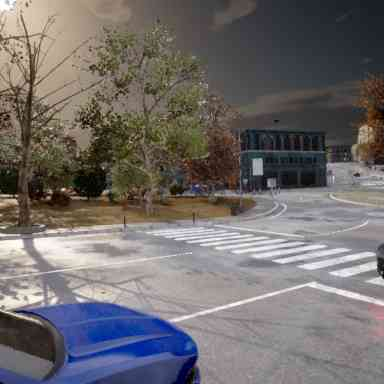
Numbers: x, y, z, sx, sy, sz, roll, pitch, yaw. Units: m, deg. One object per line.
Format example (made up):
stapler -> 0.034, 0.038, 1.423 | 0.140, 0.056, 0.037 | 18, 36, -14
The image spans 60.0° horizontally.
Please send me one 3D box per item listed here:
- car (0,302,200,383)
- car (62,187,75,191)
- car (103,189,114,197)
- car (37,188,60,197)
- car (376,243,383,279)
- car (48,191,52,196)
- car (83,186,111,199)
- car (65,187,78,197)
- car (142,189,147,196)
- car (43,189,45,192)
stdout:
car -> -2.196, 1.478, 2.174 | 5.008, 1.535, 1.882 | 0, 0, -36
car -> -25.392, 0.061, 69.763 | 2.435, 2.045, 5.566 | 0, 2, 17
car -> -13.518, 0.124, 60.817 | 2.185, 1.767, 4.553 | -2, 2, 16
car -> -32.434, 0.101, 75.250 | 2.185, 1.767, 4.553 | 0, 2, 18
car -> 6.560, 1.473, 8.410 | 4.892, 1.490, 1.837 | 0, 0, -35
car -> -27.743, 0.293, 71.614 | 2.231, 1.521, 4.892 | -1, 2, 18
car -> -18.280, 0.053, 64.423 | 2.435, 2.045, 5.566 | -2, 2, 17
car -> -23.024, 0.350, 67.963 | 2.163, 1.488, 4.792 | -1, 2, 17
car -> -8.722, -0.083, 57.303 | 2.435, 2.045, 5.566 | -1, 2, 16
car -> -30.077, 0.261, 73.450 | 2.097, 1.535, 5.008 | 0, 2, 18
